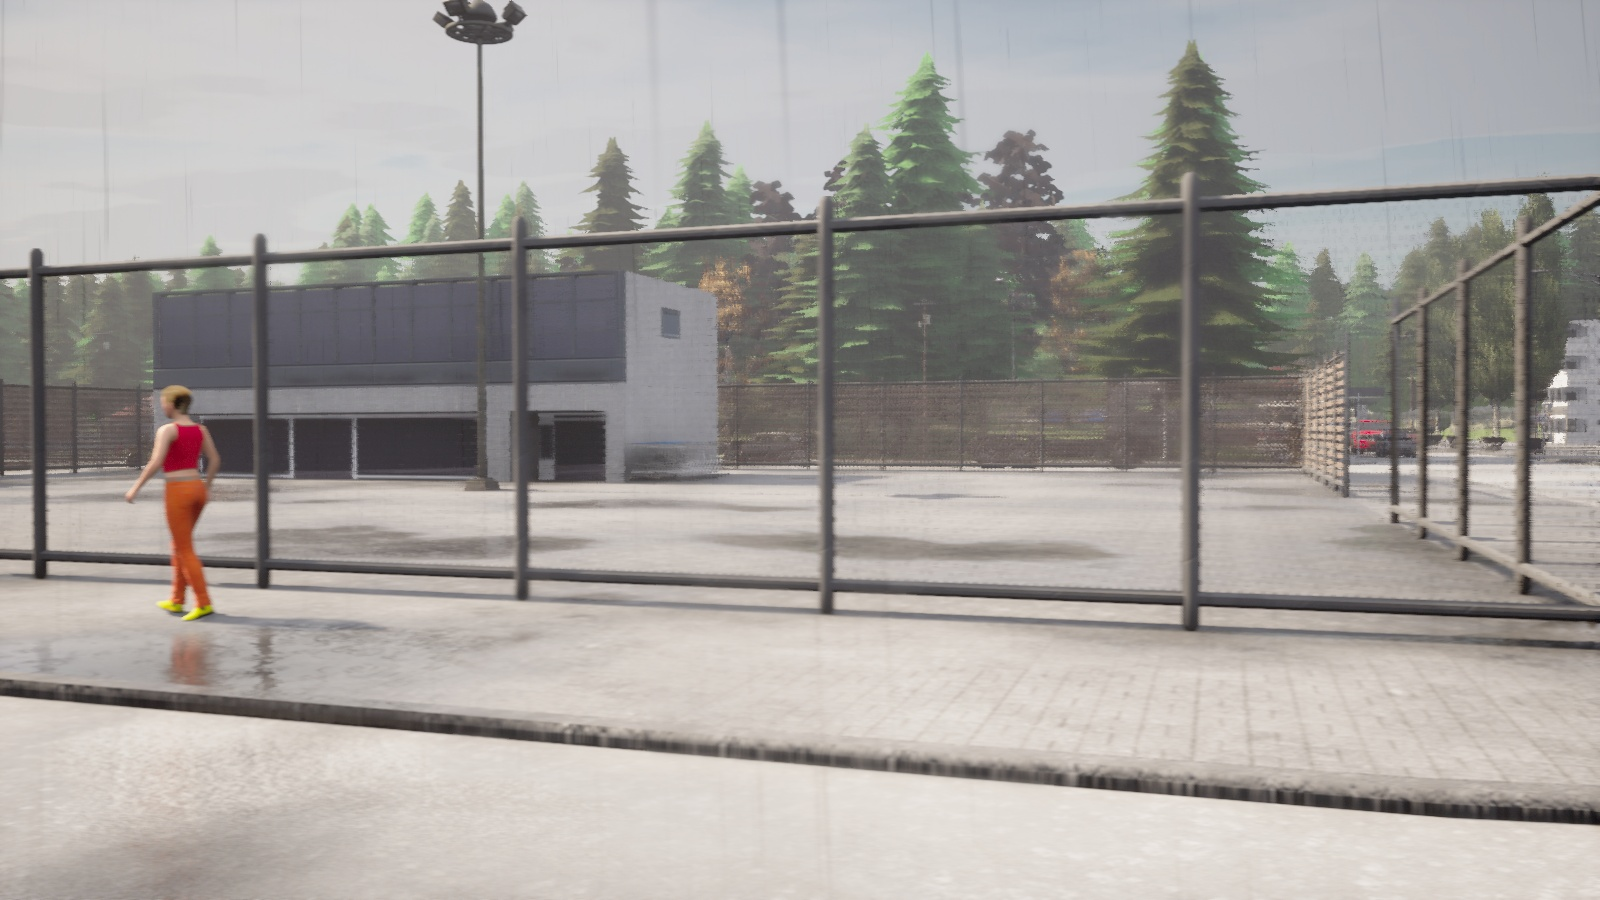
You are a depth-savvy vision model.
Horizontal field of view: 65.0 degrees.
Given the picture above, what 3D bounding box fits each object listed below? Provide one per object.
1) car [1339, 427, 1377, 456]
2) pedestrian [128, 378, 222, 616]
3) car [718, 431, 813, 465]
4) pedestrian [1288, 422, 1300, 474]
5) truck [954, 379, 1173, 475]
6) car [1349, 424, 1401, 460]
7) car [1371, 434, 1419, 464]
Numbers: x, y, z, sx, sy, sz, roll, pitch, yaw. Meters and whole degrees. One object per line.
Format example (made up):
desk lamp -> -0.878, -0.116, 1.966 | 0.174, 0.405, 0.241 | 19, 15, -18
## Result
car -> 36.833, -0.569, 82.980 | 1.905, 1.878, 3.866 | 1, 1, 19
pedestrian -> -4.936, 0.358, 9.921 | 0.594, 1.836, 0.345 | 1, 1, 19
car -> -1.540, -0.119, 56.266 | 3.806, 1.475, 1.970 | 1, 1, 19
pedestrian -> 18.482, -0.094, 46.989 | 0.396, 1.930, 0.692 | 1, 1, 19
truck -> 10.111, -0.890, 48.109 | 7.936, 3.462, 2.891 | 1, 1, 18
car -> 33.752, -0.512, 73.859 | 2.150, 2.045, 5.566 | 1, 1, 18
car -> 30.837, -0.088, 65.141 | 1.845, 1.501, 3.633 | 1, 1, 19
